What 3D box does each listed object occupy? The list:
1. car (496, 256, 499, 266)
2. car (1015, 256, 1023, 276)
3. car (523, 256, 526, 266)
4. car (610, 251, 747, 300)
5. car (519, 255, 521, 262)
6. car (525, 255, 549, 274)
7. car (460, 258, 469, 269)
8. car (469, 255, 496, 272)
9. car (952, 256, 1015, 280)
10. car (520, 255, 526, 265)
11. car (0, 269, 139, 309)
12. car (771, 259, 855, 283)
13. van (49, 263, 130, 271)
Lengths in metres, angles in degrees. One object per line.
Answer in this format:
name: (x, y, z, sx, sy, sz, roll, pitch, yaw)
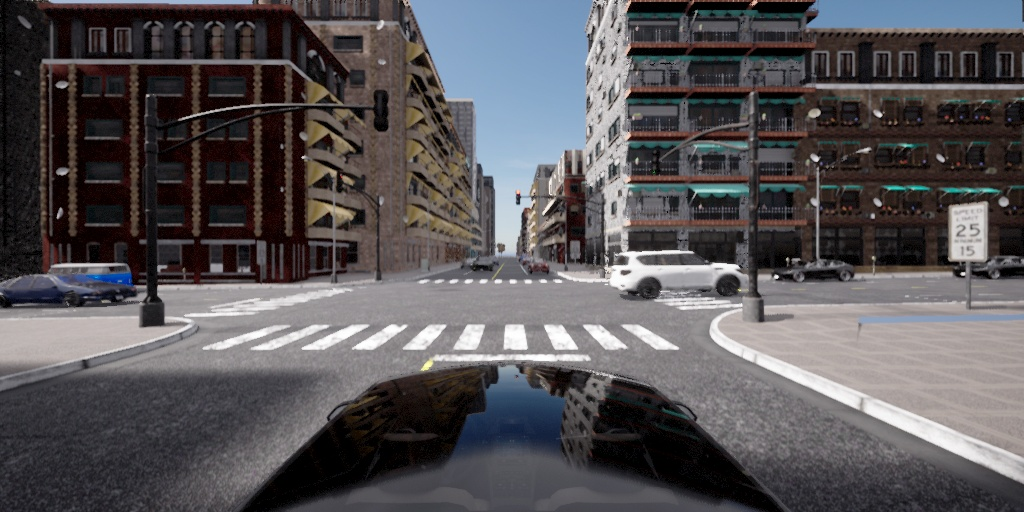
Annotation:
car: (-3.142, 0.694, 56.687, 2.097, 1.767, 4.553, 0, 0, 0)
car: (30.753, 0.455, 19.142, 4.553, 1.767, 2.097, -1, 0, 0)
car: (2.638, 1.002, 41.749, 2.007, 1.370, 4.403, 0, 0, 0)
car: (7.205, 0.763, 15.901, 5.566, 2.045, 2.150, -2, 0, 0)
car: (2.609, 0.874, 63.886, 1.802, 1.307, 4.207, 0, 0, 0)
car: (2.645, 0.932, 36.215, 1.967, 1.591, 4.097, 0, 0, 0)
car: (-5.751, 0.962, 47.273, 2.007, 1.370, 4.403, 0, 0, 0)
car: (-3.142, 0.821, 39.406, 2.097, 1.767, 4.553, 0, 0, 0)
car: (29.569, 0.678, 21.736, 4.313, 1.339, 1.948, 0, 0, 0)
car: (2.616, 0.913, 58.352, 1.802, 1.307, 4.207, 0, 0, 0)
car: (-19.907, 1.487, 15.741, 5.357, 1.411, 2.033, -1, 0, 0)
car: (18.243, 0.860, 21.795, 4.313, 1.339, 1.948, 0, 0, 0)
van: (-25.394, 1.348, 21.537, 3.998, 1.789, 1.690, 0, 0, 0)
